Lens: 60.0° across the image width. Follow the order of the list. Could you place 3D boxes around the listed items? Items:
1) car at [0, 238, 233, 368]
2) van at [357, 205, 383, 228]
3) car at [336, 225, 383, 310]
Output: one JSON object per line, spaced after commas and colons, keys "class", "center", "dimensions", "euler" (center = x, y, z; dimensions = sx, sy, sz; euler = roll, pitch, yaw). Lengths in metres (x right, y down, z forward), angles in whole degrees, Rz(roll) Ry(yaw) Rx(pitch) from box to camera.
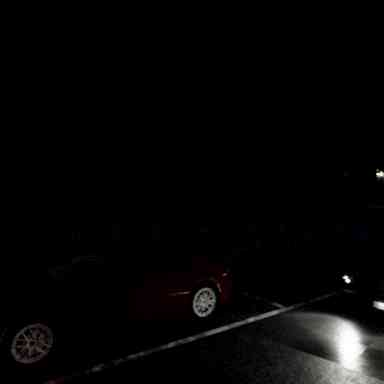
{"class": "car", "center": [-1.314, 1.544, 5.729], "dimensions": [4.507, 1.381, 1.887], "euler": [0, 0, -35]}
{"class": "van", "center": [7.685, 1.339, 12.141], "dimensions": [3.998, 1.788, 1.690], "euler": [0, 0, -35]}
{"class": "car", "center": [5.377, 1.546, 7.207], "dimensions": [5.357, 1.411, 2.033], "euler": [0, 0, -36]}
